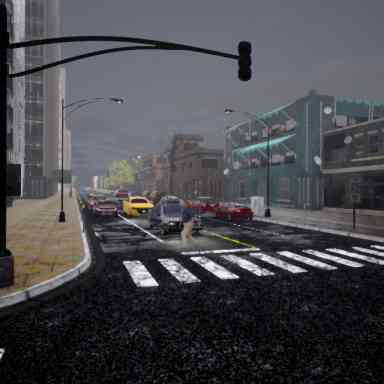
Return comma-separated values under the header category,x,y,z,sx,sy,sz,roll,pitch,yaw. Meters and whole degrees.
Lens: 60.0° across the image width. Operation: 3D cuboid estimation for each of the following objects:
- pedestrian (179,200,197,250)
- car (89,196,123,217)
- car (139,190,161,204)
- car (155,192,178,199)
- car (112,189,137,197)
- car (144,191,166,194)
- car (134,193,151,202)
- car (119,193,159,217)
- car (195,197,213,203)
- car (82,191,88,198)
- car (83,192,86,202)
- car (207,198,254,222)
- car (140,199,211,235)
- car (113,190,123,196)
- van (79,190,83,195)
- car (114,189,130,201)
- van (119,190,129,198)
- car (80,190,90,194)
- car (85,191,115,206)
category,x,y,z,sx,sy,sz,roll,pitch,yaw
pedestrian,-0.179,1.142,11.921,0.375,1.860,0.375,1,0,-20
car,-6.860,1.228,26.170,1.802,1.307,4.206,1,0,-20
car,-6.370,0.717,49.879,2.192,1.841,5.009,1,0,-20
car,-2.668,1.098,39.425,2.008,1.369,4.403,1,0,-20
car,-7.666,0.888,36.207,2.097,1.767,4.553,0,1,-19
car,-4.516,0.790,44.650,2.192,1.841,5.009,1,0,-20
car,-8.285,0.850,55.268,1.752,1.417,4.829,1,0,-20
car,-4.378,1.138,26.923,1.882,1.535,5.008,0,1,-20
car,1.041,1.128,28.971,1.967,1.590,4.097,1,0,-20
car,-14.274,0.942,47.079,1.802,1.307,4.206,1,0,-20
car,-12.420,1.015,41.849,1.802,1.307,4.206,1,0,-20
car,2.893,1.338,23.742,1.802,1.307,4.206,1,0,-20
car,-1.115,1.329,17.694,2.033,1.411,5.357,0,1,-20
car,-19.348,0.301,86.468,1.967,1.590,4.097,1,0,-20
van,-21.683,0.397,67.985,1.690,1.788,3.998,1,0,-20
car,-12.746,0.452,60.066,2.150,2.045,5.566,0,1,-20
van,-15.639,0.360,76.014,1.690,1.788,3.998,1,0,-20
car,-16.127,0.831,52.305,1.887,1.381,4.507,1,0,-20
car,-8.710,1.016,31.395,1.967,1.590,4.097,1,0,-20
